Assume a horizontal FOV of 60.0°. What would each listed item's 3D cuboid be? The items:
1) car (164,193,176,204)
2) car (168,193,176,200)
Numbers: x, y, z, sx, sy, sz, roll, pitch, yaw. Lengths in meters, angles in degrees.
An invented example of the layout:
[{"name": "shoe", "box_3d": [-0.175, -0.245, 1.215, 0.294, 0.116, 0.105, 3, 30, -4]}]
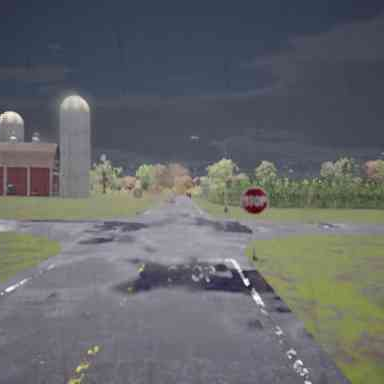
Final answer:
[{"name": "car", "box_3d": [-3.927, 1.286, 58.617, 1.837, 1.490, 4.892, 0, 2, -2]}, {"name": "car", "box_3d": [-5.057, 1.069, 84.153, 1.882, 1.535, 5.008, 0, 0, -3]}]
